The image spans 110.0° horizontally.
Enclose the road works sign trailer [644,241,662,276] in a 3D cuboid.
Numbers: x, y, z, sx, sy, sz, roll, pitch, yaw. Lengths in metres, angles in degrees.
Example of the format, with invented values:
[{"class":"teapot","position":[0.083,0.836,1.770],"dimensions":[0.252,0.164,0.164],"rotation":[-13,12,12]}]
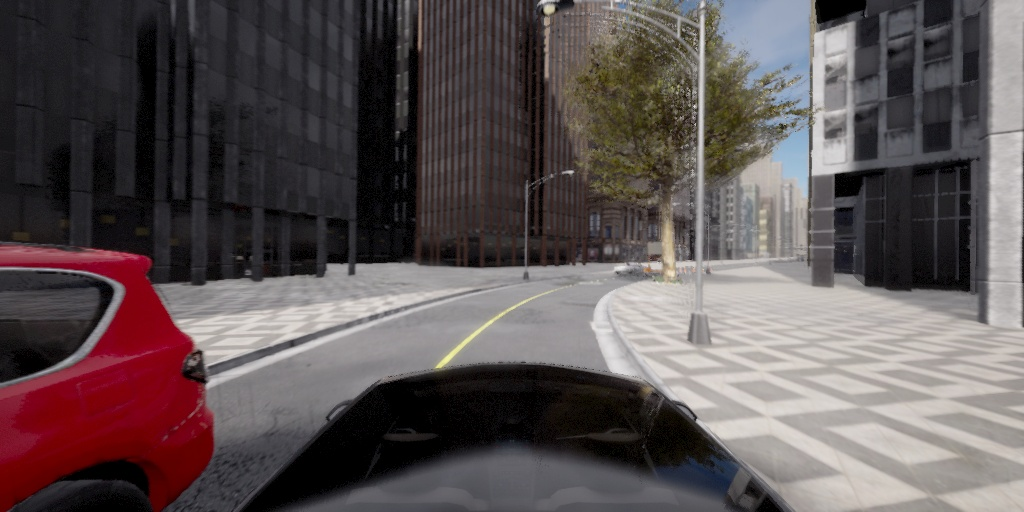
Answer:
[{"class":"road works sign trailer","position":[14.985,0.252,36.486],"dimensions":[2.380,3.560,2.880],"rotation":[0,0,42]}]

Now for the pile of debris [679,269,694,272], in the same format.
[{"class":"pile of debris","position":[19.655,1.973,41.703],"dimensions":[1.860,0.140,1.500],"rotation":[0,0,42]}]

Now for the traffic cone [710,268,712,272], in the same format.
[{"class":"traffic cone","position":[24.937,1.789,45.026],"dimensions":[0.340,0.580,0.340],"rotation":[0,0,42]}]

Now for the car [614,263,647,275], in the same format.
[{"class":"car","position":[12.770,1.365,38.622],"dimensions":[1.895,1.301,4.718],"rotation":[1,0,41]}]
